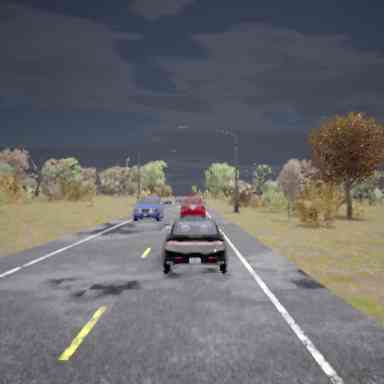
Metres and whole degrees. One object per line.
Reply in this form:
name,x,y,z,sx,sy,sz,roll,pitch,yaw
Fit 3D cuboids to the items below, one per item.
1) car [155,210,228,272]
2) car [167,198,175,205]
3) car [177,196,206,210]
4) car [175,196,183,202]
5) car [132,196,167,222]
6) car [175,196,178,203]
car,0.088,1.567,10.992,2.128,1.511,4.902,0,0,0
car,-5.136,2.092,69.370,1.895,1.301,4.718,0,0,-7
car,0.088,1.427,29.879,2.150,2.045,5.566,0,0,0
car,-3.531,1.914,93.377,2.097,1.767,4.553,0,-1,0
car,-3.610,1.413,28.419,2.150,2.045,5.566,0,0,0
car,-3.431,1.970,84.705,2.128,1.511,4.902,0,0,-2
